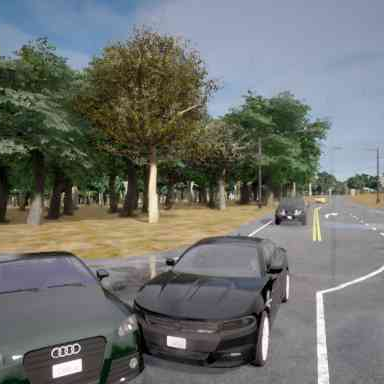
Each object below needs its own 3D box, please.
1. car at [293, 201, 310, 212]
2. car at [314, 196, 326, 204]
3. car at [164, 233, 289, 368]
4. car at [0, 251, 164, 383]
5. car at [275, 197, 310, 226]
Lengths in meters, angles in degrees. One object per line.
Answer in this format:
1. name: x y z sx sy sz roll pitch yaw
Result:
1. car: 14.370 1.827 43.481 1.895 1.301 4.718 -1 0 21
2. car: 26.204 1.652 68.037 1.882 1.535 5.008 -1 0 28
3. car: 0.714 1.613 6.320 1.882 1.535 5.008 -1 -2 21
4. car: -2.328 1.643 5.014 1.994 1.385 4.181 1 -2 -33
5. car: 7.692 1.410 25.609 2.150 2.045 5.566 -1 0 20
